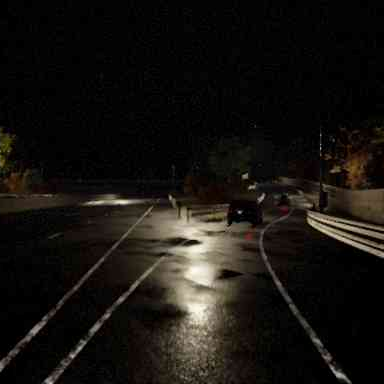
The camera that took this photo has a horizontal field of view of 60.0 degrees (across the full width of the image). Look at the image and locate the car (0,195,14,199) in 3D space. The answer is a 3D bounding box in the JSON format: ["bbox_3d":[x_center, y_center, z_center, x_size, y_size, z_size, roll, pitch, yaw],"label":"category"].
[{"bbox_3d":[-28.931,1.281,52.410,1.882,1.535,5.008,0,0,-4],"label":"car"}]

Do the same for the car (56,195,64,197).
[{"bbox_3d":[-26.547,1.374,67.505,1.994,1.385,4.181,0,0,-4],"label":"car"}]

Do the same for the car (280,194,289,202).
[{"bbox_3d":[20.432,1.329,73.799,1.837,1.490,4.892,1,4,14],"label":"car"}]

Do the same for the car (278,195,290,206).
[{"bbox_3d":[17.671,1.916,64.120,1.837,1.490,4.892,1,2,16],"label":"car"}]

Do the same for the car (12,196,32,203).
[{"bbox_3d":[-33.424,1.372,65.617,1.895,1.301,4.718,0,0,-4],"label":"car"}]

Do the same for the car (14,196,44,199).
[{"bbox_3d":[-25.401,1.427,51.986,1.895,1.301,4.718,0,0,-4],"label":"car"}]

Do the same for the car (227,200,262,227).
[{"bbox_3d":[4.331,1.654,26.835,2.150,2.045,5.566,0,-1,18],"label":"car"}]
